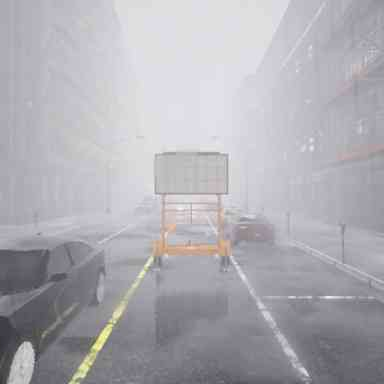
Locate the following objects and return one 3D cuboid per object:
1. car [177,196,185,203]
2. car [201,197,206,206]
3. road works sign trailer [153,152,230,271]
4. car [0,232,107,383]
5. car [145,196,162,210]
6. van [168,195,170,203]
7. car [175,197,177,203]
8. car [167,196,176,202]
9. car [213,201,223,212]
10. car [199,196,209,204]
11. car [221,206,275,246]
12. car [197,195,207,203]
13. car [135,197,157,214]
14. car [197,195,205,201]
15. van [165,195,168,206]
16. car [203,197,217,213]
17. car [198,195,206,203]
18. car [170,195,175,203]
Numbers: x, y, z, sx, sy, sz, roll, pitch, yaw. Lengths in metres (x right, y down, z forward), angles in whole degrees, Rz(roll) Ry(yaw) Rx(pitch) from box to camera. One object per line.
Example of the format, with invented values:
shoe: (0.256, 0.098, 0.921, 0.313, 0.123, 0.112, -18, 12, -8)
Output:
car: (-2.800, 1.613, 77.550, 2.097, 1.767, 4.553, 0, 0, 0)
car: (2.556, 1.658, 42.960, 2.008, 1.369, 4.403, 1, 0, 0)
road works sign trailer: (-0.019, 0.482, 10.976, 2.380, 3.560, 2.880, 0, 0, 0)
car: (-2.752, 1.485, 5.194, 1.882, 1.535, 5.008, 0, 0, 0)
car: (-5.317, 1.423, 43.018, 2.192, 1.841, 5.009, 2, 0, 0)
van: (-5.330, 1.514, 59.609, 1.690, 1.788, 3.998, 1, 0, 0)
car: (-5.340, 1.569, 76.199, 2.192, 1.841, 5.009, 1, 0, 0)
car: (-5.354, 1.880, 87.261, 1.947, 1.339, 4.313, 1, 0, 0)
car: (2.572, 1.566, 21.008, 1.752, 1.417, 4.829, 1, 0, 0)
car: (2.548, 1.666, 70.614, 1.967, 1.590, 4.097, 1, 0, 0)
car: (2.576, 1.572, 15.306, 1.887, 1.381, 4.507, 1, 0, 0)
car: (2.502, 1.598, 81.676, 2.192, 1.841, 5.009, 1, 0, 0)
car: (-5.319, 1.614, 37.316, 1.752, 1.417, 4.829, 2, 0, 0)
car: (2.491, 1.788, 92.739, 1.967, 1.590, 4.097, 1, 0, 0)
van: (-5.325, 1.490, 54.077, 1.690, 1.788, 3.998, 2, 0, 0)
car: (2.560, 1.634, 37.428, 1.887, 1.381, 4.507, 1, 0, 0)
car: (2.546, 1.718, 59.552, 1.887, 1.381, 4.507, 1, 0, 0)
car: (-5.337, 1.541, 70.670, 2.192, 1.841, 5.009, 1, 0, 0)
